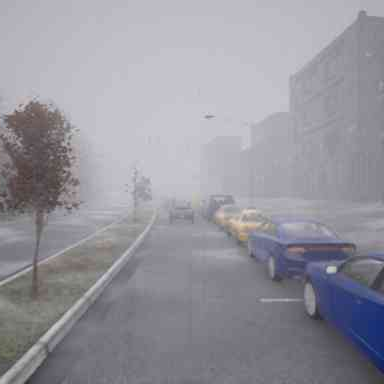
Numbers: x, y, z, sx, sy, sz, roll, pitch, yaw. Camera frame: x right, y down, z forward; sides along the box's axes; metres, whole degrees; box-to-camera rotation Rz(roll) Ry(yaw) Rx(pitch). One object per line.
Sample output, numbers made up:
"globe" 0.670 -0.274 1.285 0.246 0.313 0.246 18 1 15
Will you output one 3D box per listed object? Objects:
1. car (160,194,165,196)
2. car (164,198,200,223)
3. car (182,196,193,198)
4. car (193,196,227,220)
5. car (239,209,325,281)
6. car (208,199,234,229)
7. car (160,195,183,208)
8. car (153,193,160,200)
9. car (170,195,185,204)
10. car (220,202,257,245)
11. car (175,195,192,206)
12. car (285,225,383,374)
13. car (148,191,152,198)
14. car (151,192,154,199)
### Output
"car" -4.812 1.278 70.543 2.097 1.535 5.008 0 0 -13
"car" -0.872 1.484 25.576 2.128 1.511 4.902 0 0 -4
"car" 0.271 1.413 43.367 1.946 1.575 5.366 0 0 -7
"car" 1.604 1.462 32.120 2.231 1.521 4.892 0 0 -5
"car" 2.933 1.489 9.887 2.097 1.535 5.008 0 0 -1
"car" 2.454 1.482 21.195 1.946 1.575 5.366 0 0 -3
"car" -2.724 1.491 42.833 1.994 1.385 4.181 0 0 -8
"car" -7.400 1.204 81.226 2.231 1.521 4.892 0 0 -14
"car" -2.736 1.362 61.172 2.163 1.488 4.792 0 0 -11
"car" 2.741 1.487 15.638 1.946 1.575 5.366 0 0 -2
"car" -1.439 1.364 54.251 1.946 1.575 5.366 0 0 -9
"car" 3.026 1.485 4.319 2.097 1.535 5.008 0 0 0
"car" -10.021 1.147 92.041 2.163 1.488 4.792 0 0 -14
"car" -8.707 1.202 86.621 2.002 1.452 4.674 0 0 -14
